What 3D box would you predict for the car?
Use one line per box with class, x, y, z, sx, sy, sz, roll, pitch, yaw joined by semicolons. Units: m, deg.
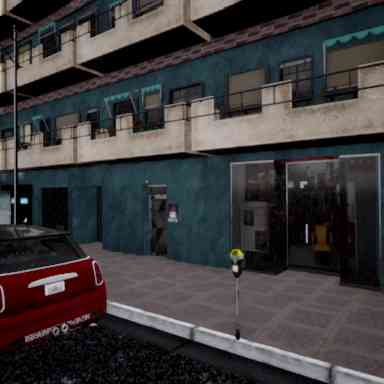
car;-3.630;1.352;5.846;4.553;1.767;2.097;0;0;36
